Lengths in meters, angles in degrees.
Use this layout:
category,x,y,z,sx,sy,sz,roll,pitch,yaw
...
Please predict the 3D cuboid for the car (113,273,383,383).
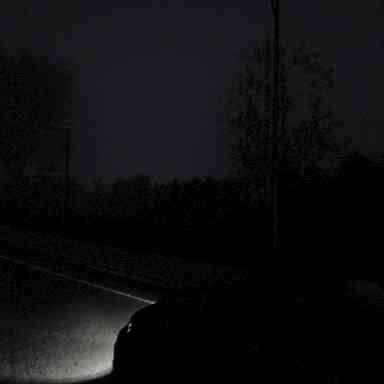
category,x,y,z,sx,sy,sz,roll,pitch,yaw
car,1.160,1.565,3.299,4.181,1.385,1.994,0,0,36
